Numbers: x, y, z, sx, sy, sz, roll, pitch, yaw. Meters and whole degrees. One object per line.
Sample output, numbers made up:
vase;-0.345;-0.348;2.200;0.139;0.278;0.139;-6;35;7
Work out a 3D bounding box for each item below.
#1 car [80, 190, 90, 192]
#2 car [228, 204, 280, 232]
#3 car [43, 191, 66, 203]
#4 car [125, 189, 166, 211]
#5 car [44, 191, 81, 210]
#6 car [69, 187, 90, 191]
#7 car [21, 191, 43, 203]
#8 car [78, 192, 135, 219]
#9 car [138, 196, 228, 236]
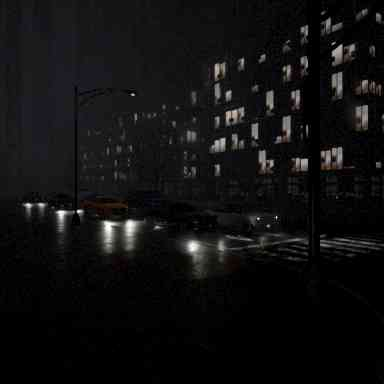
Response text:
car;-9.709;0.883;34.146;1.882;1.535;5.008;0;1;-38
car;2.508;1.368;18.580;1.895;1.301;4.718;0;1;-39
car;-19.350;0.644;46.617;1.812;1.442;4.674;0;1;-38
car;-3.522;0.810;26.234;2.150;2.045;5.566;0;1;-38
car;-12.778;0.898;32.787;1.837;1.490;4.892;0;1;-38
car;-16.520;0.338;48.442;2.150;2.045;5.566;0;1;-38
car;-20.683;0.663;43.017;1.837;1.490;4.892;0;1;-38
car;-6.504;1.058;24.772;1.882;1.535;5.008;0;1;-38
car;-0.661;1.231;17.325;1.882;1.535;5.008;0;1;-37
